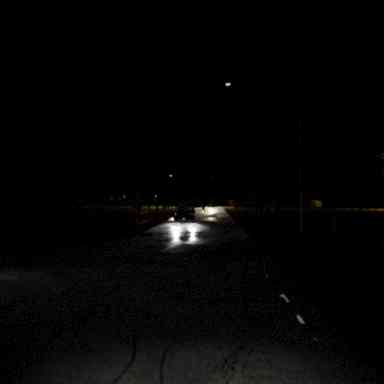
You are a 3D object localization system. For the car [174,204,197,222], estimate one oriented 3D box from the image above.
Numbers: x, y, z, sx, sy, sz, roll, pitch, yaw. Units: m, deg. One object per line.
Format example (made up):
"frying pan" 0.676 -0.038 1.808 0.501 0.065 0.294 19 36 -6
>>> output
"car" -0.594 2.064 31.276 1.895 1.301 4.718 0 -1 4

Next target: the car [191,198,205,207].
"car" 1.124 2.055 58.437 2.150 2.045 5.566 0 -1 4
